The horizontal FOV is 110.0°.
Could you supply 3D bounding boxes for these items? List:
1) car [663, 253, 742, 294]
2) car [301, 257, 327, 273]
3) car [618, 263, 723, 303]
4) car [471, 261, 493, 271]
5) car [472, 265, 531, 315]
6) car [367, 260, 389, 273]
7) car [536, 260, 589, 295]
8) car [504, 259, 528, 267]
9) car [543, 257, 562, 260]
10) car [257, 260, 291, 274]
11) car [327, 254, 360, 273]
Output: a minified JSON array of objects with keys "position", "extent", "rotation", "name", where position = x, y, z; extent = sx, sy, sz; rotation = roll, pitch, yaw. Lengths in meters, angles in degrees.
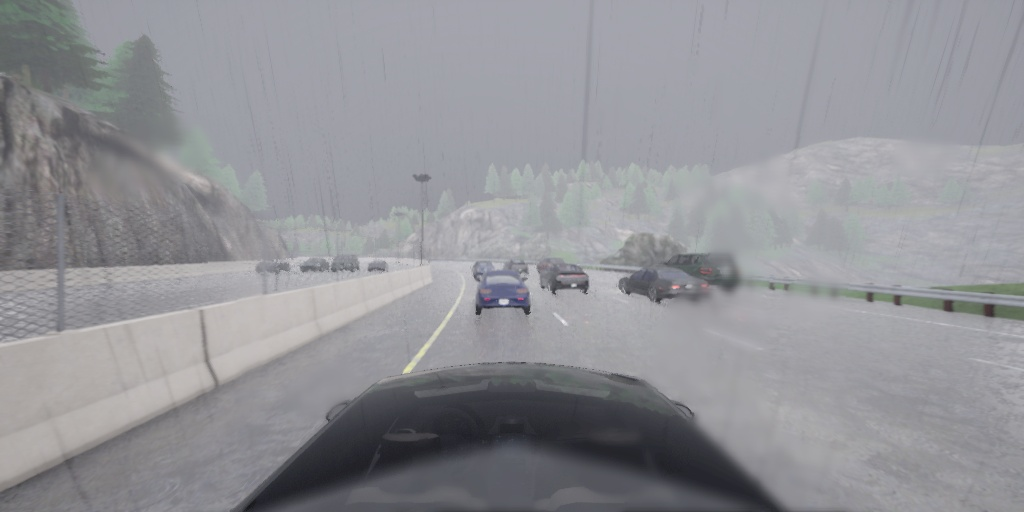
[{"position":[9.675,0.846,19.299],"extent":[2.150,2.045,5.566],"rotation":[0,0,-5],"name":"car"},{"position":[-22.589,0.977,41.298],"extent":[2.097,1.767,4.553],"rotation":[0,0,-14],"name":"car"},{"position":[6.472,1.201,15.850],"extent":[2.033,1.411,5.357],"rotation":[0,0,-5],"name":"car"},{"position":[-2.574,1.149,32.071],"extent":[2.033,1.411,5.357],"rotation":[0,0,-10],"name":"car"},{"position":[-0.386,1.217,13.251],"extent":[1.812,1.442,4.674],"rotation":[0,0,-4],"name":"car"},{"position":[-15.436,1.145,41.614],"extent":[2.033,1.411,5.357],"rotation":[0,0,-13],"name":"car"},{"position":[2.653,1.142,19.032],"extent":[2.128,1.511,4.902],"rotation":[0,0,-5],"name":"car"},{"position":[0.332,1.066,35.472],"extent":[2.128,1.511,4.902],"rotation":[0,0,-10],"name":"car"},{"position":[3.858,0.913,35.597],"extent":[2.097,1.767,4.553],"rotation":[0,0,-10],"name":"car"},{"position":[-25.517,1.141,38.528],"extent":[2.128,1.511,4.902],"rotation":[0,0,-13],"name":"car"},{"position":[-18.865,0.835,40.895],"extent":[2.150,2.045,5.566],"rotation":[0,0,-13],"name":"car"}]
